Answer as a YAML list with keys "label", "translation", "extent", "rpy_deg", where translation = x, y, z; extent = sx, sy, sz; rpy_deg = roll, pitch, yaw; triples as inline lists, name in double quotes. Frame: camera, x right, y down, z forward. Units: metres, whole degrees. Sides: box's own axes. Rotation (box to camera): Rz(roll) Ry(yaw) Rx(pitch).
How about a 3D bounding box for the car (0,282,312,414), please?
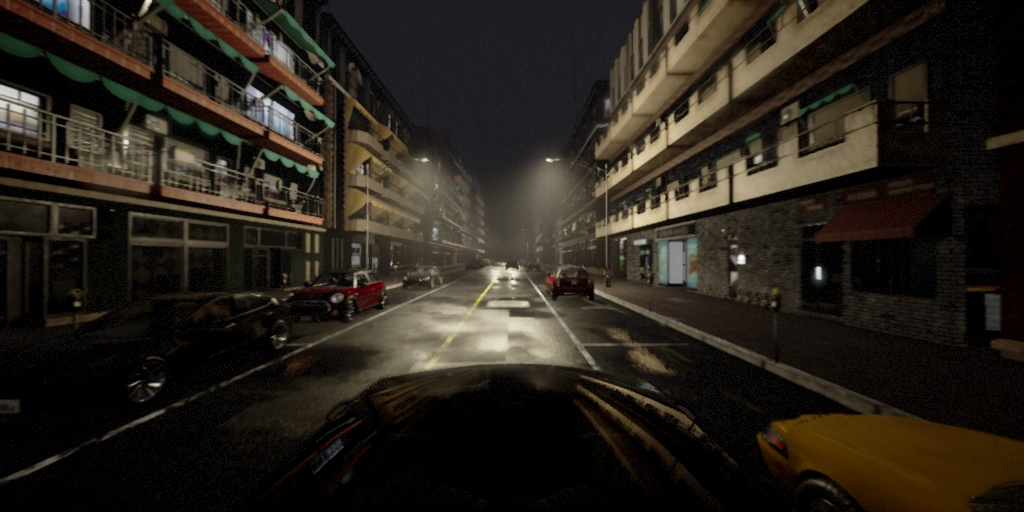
- label: "car"
  translation: [-5.687, 1.317, 6.206]
  extent: [1.948, 1.339, 4.313]
  rpy_deg: [0, 0, 0]

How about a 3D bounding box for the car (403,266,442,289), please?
- label: "car"
  translation: [-5.679, 1.328, 23.198]
  extent: [1.948, 1.339, 4.313]
  rpy_deg: [0, 0, 0]

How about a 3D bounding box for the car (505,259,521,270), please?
- label: "car"
  translation: [0.026, 1.282, 54.731]
  extent: [1.882, 1.535, 5.008]
  rpy_deg: [0, 0, 0]

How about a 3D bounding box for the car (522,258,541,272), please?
- label: "car"
  translation: [2.713, 1.340, 45.851]
  extent: [2.007, 1.370, 4.403]
  rpy_deg: [0, 0, 0]

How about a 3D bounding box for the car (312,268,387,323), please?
- label: "car"
  translation: [-5.684, 1.193, 11.868]
  extent: [1.967, 1.591, 4.097]
  rpy_deg: [0, 0, 0]

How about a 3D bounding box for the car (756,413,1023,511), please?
- label: "car"
  translation: [2.690, 1.275, 0.706]
  extent: [1.751, 1.417, 4.829]
  rpy_deg: [0, 0, 0]

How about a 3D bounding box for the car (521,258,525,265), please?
- label: "car"
  translation: [2.718, 1.359, 57.181]
  extent: [2.007, 1.370, 4.403]
  rpy_deg: [0, 0, 0]

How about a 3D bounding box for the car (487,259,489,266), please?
- label: "car"
  translation: [-5.659, 1.386, 62.848]
  extent: [1.948, 1.339, 4.313]
  rpy_deg: [0, 0, 0]

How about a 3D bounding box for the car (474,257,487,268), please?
- label: "car"
  translation: [-5.662, 1.124, 57.186]
  extent: [2.192, 1.841, 5.009]
  rpy_deg: [0, 0, 0]

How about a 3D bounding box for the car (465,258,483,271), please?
- label: "car"
  translation: [-5.665, 1.344, 51.520]
  extent: [1.888, 1.381, 4.507]
  rpy_deg: [0, 0, 0]

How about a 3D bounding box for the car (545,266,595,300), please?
- label: "car"
  translation: [2.699, 1.197, 17.529]
  extent: [1.967, 1.591, 4.097]
  rpy_deg: [0, 0, 0]
